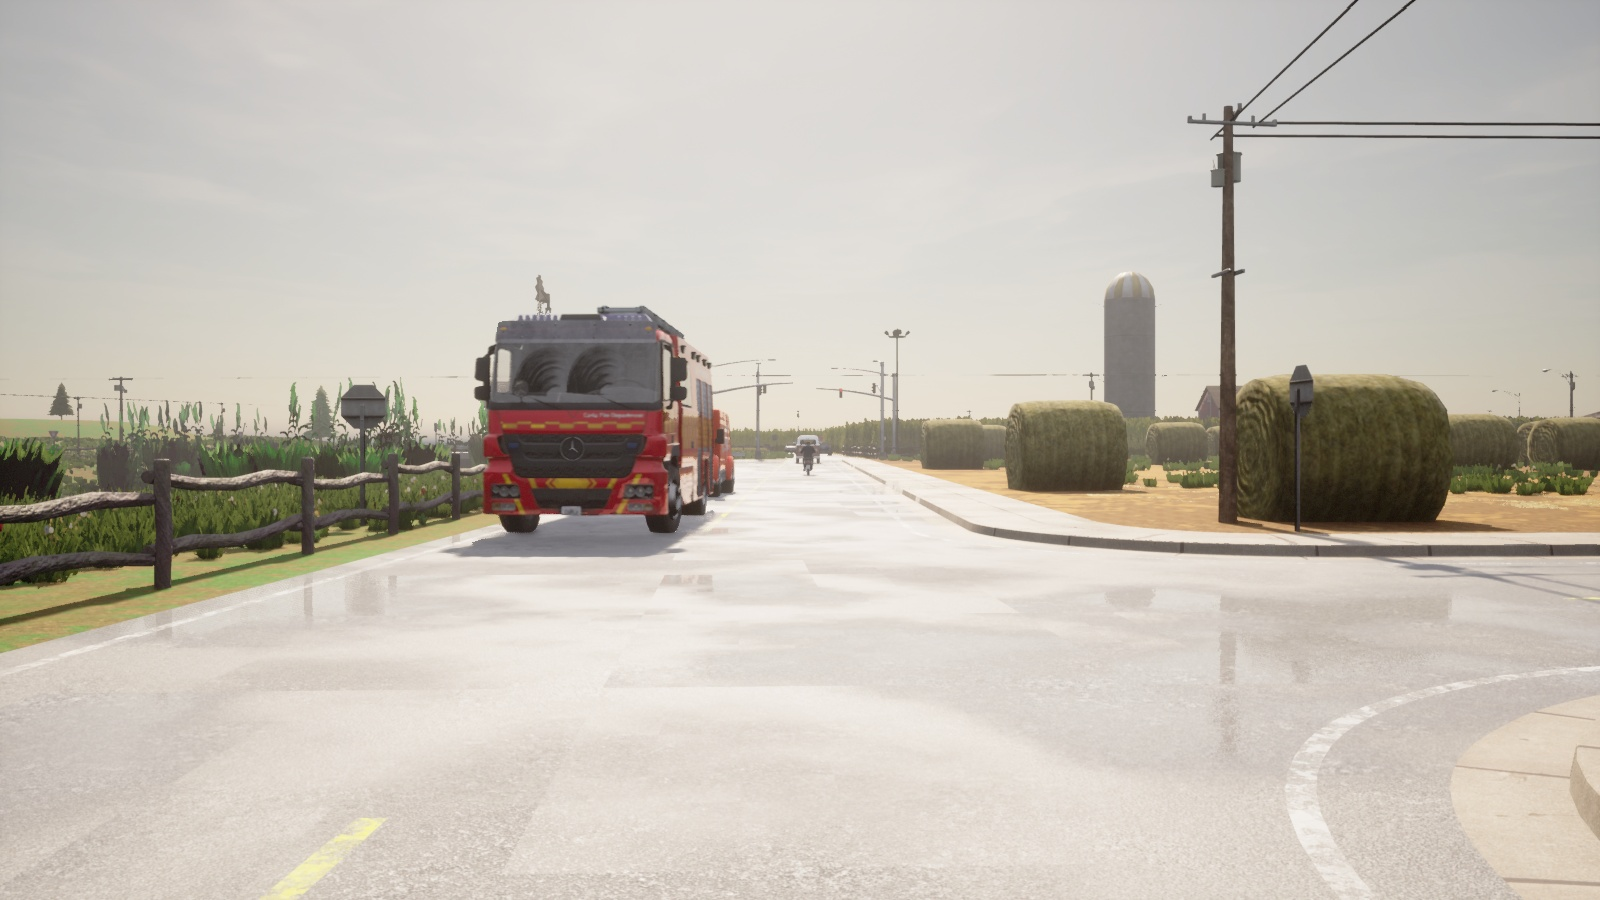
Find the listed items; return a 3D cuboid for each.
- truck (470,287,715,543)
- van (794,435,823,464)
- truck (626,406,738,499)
[{"bbox_3d":[-3.399,-0.552,23.085,2.891,3.827,8.468,0,0,2],"label":"truck"},{"bbox_3d":[0.589,-0.048,91.887,2.069,2.038,4.480,0,0,0],"label":"van"},{"bbox_3d":[-3.254,0.056,35.846,2.627,2.467,5.204,0,0,1],"label":"truck"}]
